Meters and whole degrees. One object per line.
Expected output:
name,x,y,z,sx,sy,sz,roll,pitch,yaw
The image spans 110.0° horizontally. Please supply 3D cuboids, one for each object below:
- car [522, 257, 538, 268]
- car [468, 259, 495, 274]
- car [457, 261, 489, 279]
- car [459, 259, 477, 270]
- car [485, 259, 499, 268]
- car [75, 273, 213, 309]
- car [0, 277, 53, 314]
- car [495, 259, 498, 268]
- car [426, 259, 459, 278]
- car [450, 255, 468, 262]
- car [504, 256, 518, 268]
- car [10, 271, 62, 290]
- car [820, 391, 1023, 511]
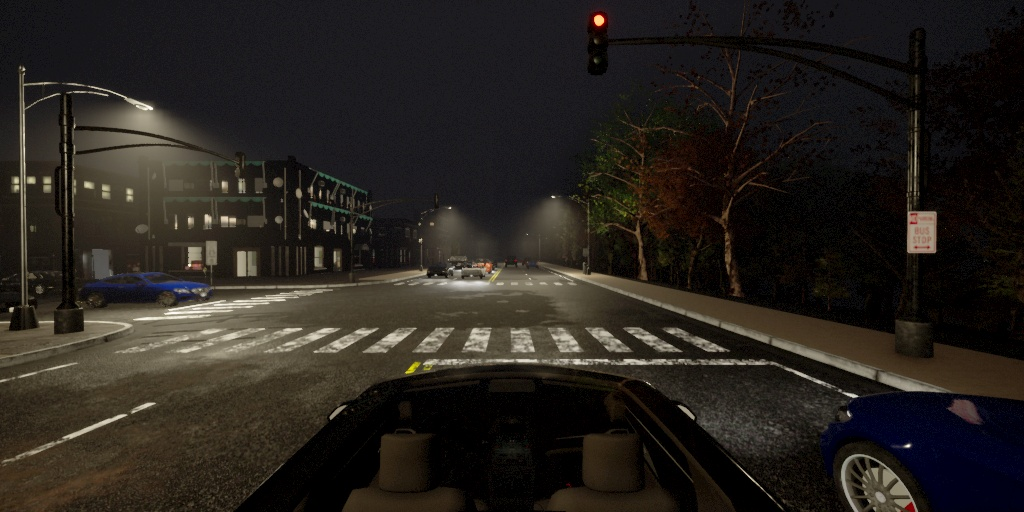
car,3.238,1.276,58.467,2.033,1.411,5.357,0,0,0
car,-3.419,1.088,41.261,2.097,1.767,4.553,0,0,0
car,-3.405,1.341,32.289,1.895,1.301,4.718,0,0,0
car,-6.691,1.222,54.648,2.128,1.511,4.902,0,0,0
car,-3.425,1.219,61.712,2.128,1.511,4.902,0,0,0
car,-15.871,1.449,15.662,4.674,1.442,1.812,-1,1,-2
car,-19.969,1.565,12.862,4.313,1.339,1.948,0,0,0
car,-3.432,1.224,51.293,2.128,1.511,4.902,0,0,0
car,-6.656,1.287,34.008,2.033,1.411,5.357,0,0,0
car,-6.671,0.956,44.244,2.150,2.045,5.566,0,0,0
car,-0.127,0.948,62.936,2.150,2.045,5.566,0,0,0
car,-28.319,1.559,21.357,4.403,1.370,2.007,0,0,0
car,3.358,1.276,0.895,1.812,1.442,4.674,0,0,1
